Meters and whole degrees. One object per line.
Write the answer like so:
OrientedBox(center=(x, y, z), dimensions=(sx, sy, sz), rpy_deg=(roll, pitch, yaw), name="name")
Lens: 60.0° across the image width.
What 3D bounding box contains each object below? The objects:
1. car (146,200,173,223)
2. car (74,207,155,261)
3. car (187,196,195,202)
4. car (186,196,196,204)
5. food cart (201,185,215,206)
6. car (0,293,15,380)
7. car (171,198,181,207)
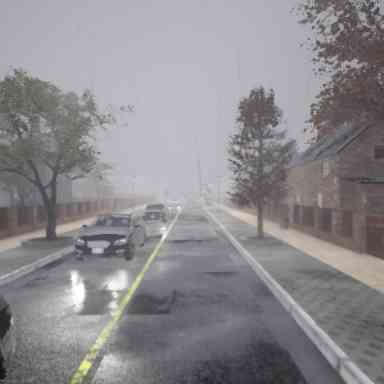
OrientedBox(center=(-2.829, 1.603, 26.320), dimensions=(1.837, 1.490, 4.892), rpy_deg=(0, -1, 0), name="car")
OrientedBox(center=(-2.869, 1.534, 12.571), dimensions=(2.128, 1.511, 4.902), rpy_deg=(0, 0, 0), name="car")
OrientedBox(center=(-0.197, 1.737, 83.439), dimensions=(1.837, 1.490, 4.892), rpy_deg=(0, 0, 0), name="car")
OrientedBox(center=(-0.162, 1.664, 68.452), dimensions=(1.882, 1.535, 5.008), rpy_deg=(0, 0, 0), name="car")
OrientedBox(center=(2.839, 0.724, 59.235), dimensions=(2.280, 3.560, 4.660), rpy_deg=(-1, -1, 0), name="food cart")
OrientedBox(center=(-2.850, 1.499, 1.661), dimensions=(2.128, 1.511, 4.902), rpy_deg=(0, 0, 0), name="car")
OrientedBox(center=(-2.937, 1.773, 56.680), dimensions=(1.812, 1.442, 4.674), rpy_deg=(0, 0, 0), name="car")
